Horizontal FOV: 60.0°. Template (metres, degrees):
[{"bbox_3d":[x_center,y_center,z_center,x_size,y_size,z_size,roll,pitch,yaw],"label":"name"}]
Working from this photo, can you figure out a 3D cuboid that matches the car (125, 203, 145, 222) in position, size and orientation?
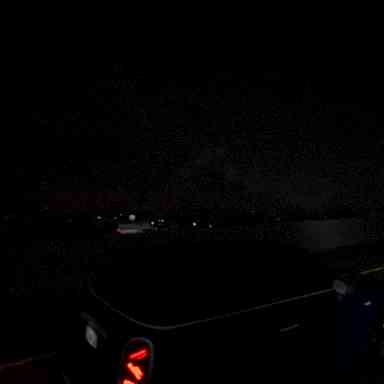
[{"bbox_3d":[-3.710,1.634,27.025,5.357,1.411,2.033,0,0,-36],"label":"car"}]

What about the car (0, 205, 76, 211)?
[{"bbox_3d":[-7.807,1.542,15.499,4.674,1.442,1.812,0,0,-36],"label":"car"}]

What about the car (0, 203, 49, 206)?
[{"bbox_3d":[-8.070,1.578,19.611,5.357,1.411,2.033,0,0,-36],"label":"car"}]

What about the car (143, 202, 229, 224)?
[{"bbox_3d":[-0.316,1.586,20.845,4.892,1.490,1.837,0,0,-36],"label":"car"}]

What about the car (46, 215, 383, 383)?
[{"bbox_3d":[0.800,1.373,4.318,4.553,1.767,2.097,1,0,-36],"label":"car"}]

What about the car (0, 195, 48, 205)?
[{"bbox_3d":[-11.939,1.236,21.149,5.566,2.045,2.150,0,0,-36],"label":"car"}]

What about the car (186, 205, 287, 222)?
[{"bbox_3d":[2.604,1.637,18.632,5.357,1.411,2.033,0,0,-36],"label":"car"}]

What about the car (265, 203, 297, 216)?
[{"bbox_3d":[7.132,1.624,26.317,5.008,1.535,1.882,1,0,-38],"label":"car"}]

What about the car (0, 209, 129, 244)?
[{"bbox_3d":[-5.441,1.567,12.887,5.357,1.411,2.033,0,0,-36],"label":"car"}]

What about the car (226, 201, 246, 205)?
[{"bbox_3d":[3.814,1.644,32.679,4.902,1.511,2.128,1,0,-38],"label":"car"}]

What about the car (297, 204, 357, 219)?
[{"bbox_3d":[10.175,1.634,24.311,5.008,1.535,1.882,1,0,-38],"label":"car"}]
